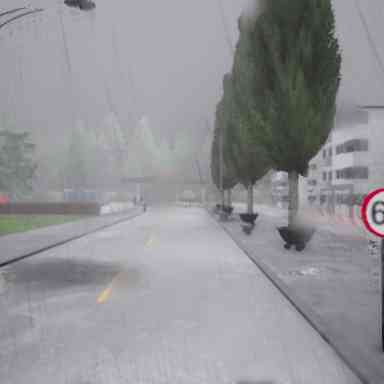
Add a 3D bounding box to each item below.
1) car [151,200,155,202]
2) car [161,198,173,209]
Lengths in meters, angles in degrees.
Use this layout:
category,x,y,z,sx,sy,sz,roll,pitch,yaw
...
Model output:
category,x,y,z,sx,sy,sz,roll,pitch,yaw
car,-8.981,2.347,88.241,3.633,1.501,1.845,0,-1,0
car,-4.032,2.091,55.120,1.837,1.490,4.892,1,-1,-3
